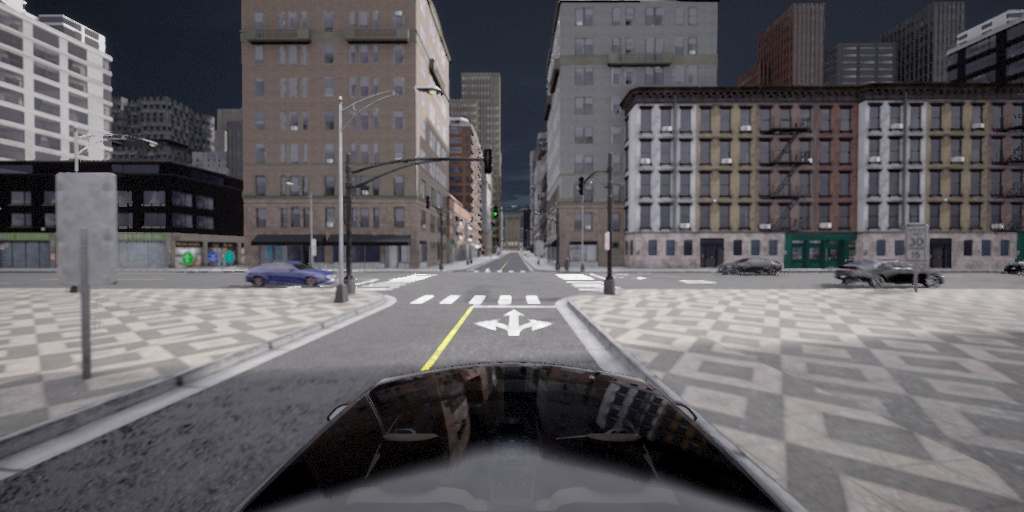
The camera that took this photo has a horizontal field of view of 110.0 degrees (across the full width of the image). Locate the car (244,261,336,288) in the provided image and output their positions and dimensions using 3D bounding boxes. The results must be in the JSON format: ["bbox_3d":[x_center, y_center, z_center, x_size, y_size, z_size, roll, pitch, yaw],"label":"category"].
[{"bbox_3d":[-12.423,1.035,20.203,4.674,1.442,1.812,1,1,1],"label":"car"}]

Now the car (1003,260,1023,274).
[{"bbox_3d":[43.709,0.805,29.442,4.892,1.490,1.837,1,1,1],"label":"car"}]

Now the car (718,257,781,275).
[{"bbox_3d":[19.656,0.838,29.737,4.674,1.442,1.812,0,1,1],"label":"car"}]

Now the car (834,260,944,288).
[{"bbox_3d":[20.810,0.952,19.879,4.902,1.511,2.128,0,1,1],"label":"car"}]
